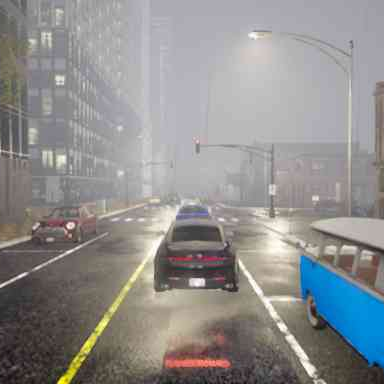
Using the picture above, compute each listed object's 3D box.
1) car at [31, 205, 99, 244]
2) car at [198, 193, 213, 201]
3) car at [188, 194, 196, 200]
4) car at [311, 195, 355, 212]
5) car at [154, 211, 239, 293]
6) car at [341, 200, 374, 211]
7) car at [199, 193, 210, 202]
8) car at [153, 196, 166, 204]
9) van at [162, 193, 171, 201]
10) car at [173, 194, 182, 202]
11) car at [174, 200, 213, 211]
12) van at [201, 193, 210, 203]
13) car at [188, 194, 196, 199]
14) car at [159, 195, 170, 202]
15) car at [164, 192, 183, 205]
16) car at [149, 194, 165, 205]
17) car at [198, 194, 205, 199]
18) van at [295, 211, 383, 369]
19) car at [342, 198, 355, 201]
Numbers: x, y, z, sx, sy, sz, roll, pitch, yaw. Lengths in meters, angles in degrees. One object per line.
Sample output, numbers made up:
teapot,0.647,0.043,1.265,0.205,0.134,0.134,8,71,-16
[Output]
car,-5.717,1.391,15.377,1.967,1.590,4.097,-1,0,0
car,2.626,1.257,58.921,1.967,1.590,4.097,-1,0,0
car,-0.070,1.252,79.849,1.837,1.490,4.892,0,0,0
car,16.493,1.300,38.645,5.009,1.841,2.192,1,1,1
car,0.091,1.476,8.768,1.837,1.490,4.892,0,0,0
car,16.391,1.706,30.269,4.313,1.339,1.947,1,1,1
car,2.613,1.098,70.209,2.192,1.841,5.009,-1,0,0
car,-5.720,1.383,58.969,1.947,1.339,4.313,-1,0,0
van,-5.738,1.107,75.901,1.690,1.788,3.998,-1,0,0
car,-3.061,1.257,71.328,1.882,1.535,5.008,0,0,0
car,0.076,1.420,18.272,1.882,1.535,5.008,0,0,0
van,2.619,1.141,64.565,1.690,1.788,3.998,-1,0,0
car,-0.079,1.183,90.262,2.033,1.411,5.357,0,0,0
car,-5.729,1.348,70.258,1.947,1.339,4.313,-1,0,0
car,-3.128,1.049,55.579,2.150,2.045,5.566,0,0,1
car,-5.886,1.360,53.155,1.752,1.417,4.829,-1,0,0
car,2.598,1.266,92.786,2.008,1.369,4.403,-1,0,0
van,2.672,1.327,4.301,1.690,1.788,3.998,-1,0,0
car,19.290,1.661,36.023,4.718,1.301,1.895,1,1,1
